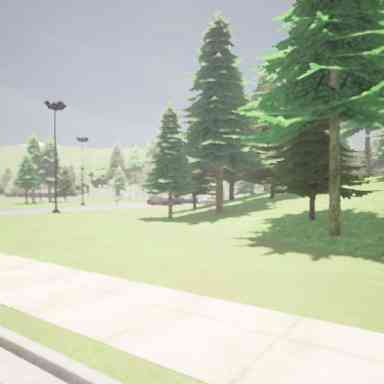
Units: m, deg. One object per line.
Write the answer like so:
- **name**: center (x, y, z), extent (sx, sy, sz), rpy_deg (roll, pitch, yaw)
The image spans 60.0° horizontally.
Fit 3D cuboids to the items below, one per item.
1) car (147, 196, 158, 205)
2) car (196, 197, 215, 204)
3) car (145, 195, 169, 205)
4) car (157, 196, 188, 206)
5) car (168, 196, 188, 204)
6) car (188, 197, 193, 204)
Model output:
- **car**: center (-5.661, 1.732, 60.542), extent (1.994, 1.385, 4.181), rpy_deg (0, 0, 37)
- **car**: center (2.753, 1.679, 66.197), extent (1.812, 1.442, 4.674), rpy_deg (0, 0, 36)
- **car**: center (-6.721, 1.535, 65.005), extent (2.097, 1.767, 4.553), rpy_deg (0, 0, 37)
- **car**: center (-3.298, 1.658, 57.819), extent (1.837, 1.490, 4.892), rpy_deg (0, 0, 37)
- **car**: center (-2.901, 1.697, 70.324), extent (1.812, 1.442, 4.674), rpy_deg (0, 0, 36)
- **car**: center (0.172, 1.732, 68.597), extent (1.994, 1.385, 4.181), rpy_deg (0, 0, 36)
